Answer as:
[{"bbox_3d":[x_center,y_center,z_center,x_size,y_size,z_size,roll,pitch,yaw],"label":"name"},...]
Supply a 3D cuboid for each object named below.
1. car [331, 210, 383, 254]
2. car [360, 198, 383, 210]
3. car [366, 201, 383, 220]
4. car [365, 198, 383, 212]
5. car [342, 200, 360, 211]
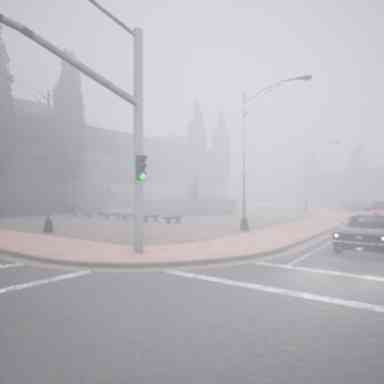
[{"bbox_3d":[6.881,1.602,13.006,1.895,1.301,4.718,0,0,35],"label":"car"},{"bbox_3d":[11.874,1.354,20.381,2.097,1.767,4.553,0,0,33],"label":"car"},{"bbox_3d":[16.551,1.567,29.034,1.994,1.385,4.181,0,0,21],"label":"car"},{"bbox_3d":[22.740,1.508,39.870,1.837,1.490,4.892,0,0,6],"label":"car"},{"bbox_3d":[19.106,1.606,38.584,1.895,1.301,4.718,0,0,7],"label":"car"}]
